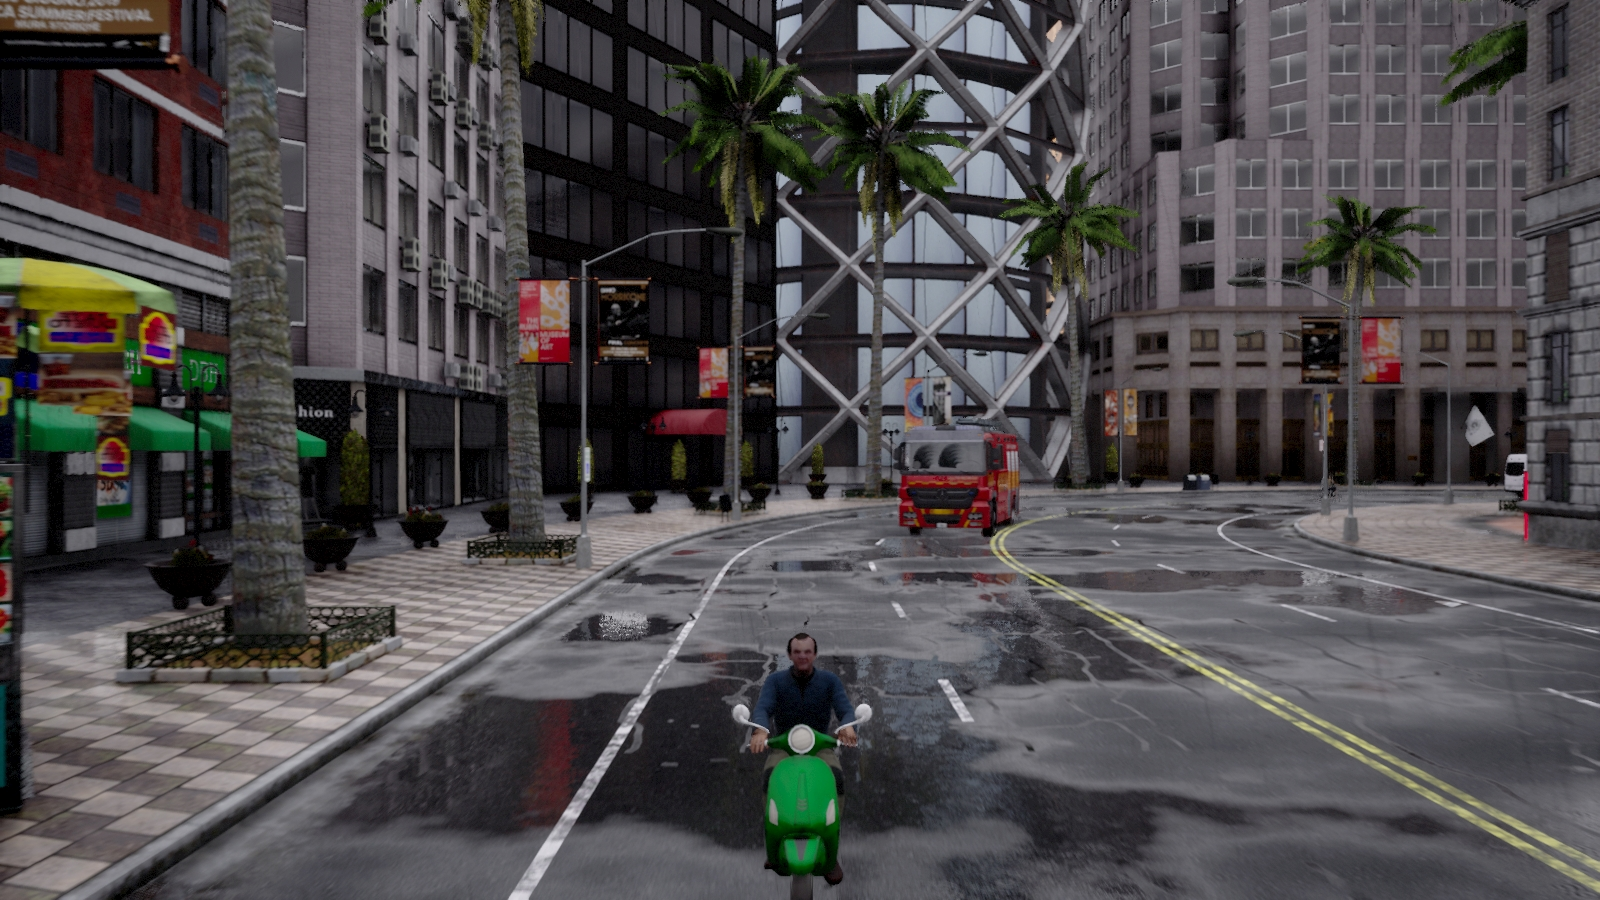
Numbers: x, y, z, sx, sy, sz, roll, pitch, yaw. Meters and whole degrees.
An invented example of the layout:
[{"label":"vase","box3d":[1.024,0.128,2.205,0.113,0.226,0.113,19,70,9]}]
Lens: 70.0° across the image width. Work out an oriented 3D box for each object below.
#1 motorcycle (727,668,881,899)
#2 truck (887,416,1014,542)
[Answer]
[{"label":"motorcycle","box3d":[0.027,2.181,7.290,0.856,1.236,1.805,0,0,0]},{"label":"truck","box3d":[5.364,0.887,39.300,2.891,3.827,8.468,0,0,18]}]
